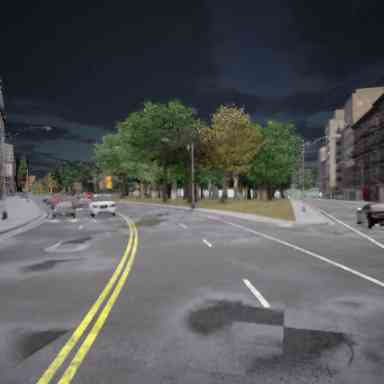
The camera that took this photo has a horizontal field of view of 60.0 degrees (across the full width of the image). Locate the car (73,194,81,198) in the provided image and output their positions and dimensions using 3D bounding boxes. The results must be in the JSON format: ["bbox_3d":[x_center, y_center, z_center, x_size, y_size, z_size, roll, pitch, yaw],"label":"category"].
[{"bbox_3d":[-22.024,1.554,61.192,1.837,1.490,4.892,-1,2,-26],"label":"car"}]

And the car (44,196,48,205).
[{"bbox_3d":[-25.606,1.674,61.104,1.994,1.385,4.181,-1,0,-27],"label":"car"}]

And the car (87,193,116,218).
[{"bbox_3d":[-8.514,1.231,31.554,2.150,2.045,5.566,-1,1,-19],"label":"car"}]

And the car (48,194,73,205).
[{"bbox_3d":[-18.545,1.320,46.819,2.150,2.045,5.566,-1,1,-26],"label":"car"}]

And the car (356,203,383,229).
[{"bbox_3d":[11.573,1.415,20.715,1.882,1.535,5.008,0,0,16],"label":"car"}]

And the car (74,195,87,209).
[{"bbox_3d":[-15.475,1.567,47.952,1.812,1.442,4.674,-1,0,-26],"label":"car"}]

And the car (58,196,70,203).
[{"bbox_3d":[-28.664,1.623,74.517,1.994,1.385,4.181,-1,0,-27],"label":"car"}]

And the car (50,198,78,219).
[{"bbox_3d":[-11.603,1.614,30.405,1.812,1.442,4.674,-1,0,-19],"label":"car"}]

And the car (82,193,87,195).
[{"bbox_3d":[-26.842,1.181,85.413,2.150,2.045,5.566,-1,0,-27],"label":"car"}]
